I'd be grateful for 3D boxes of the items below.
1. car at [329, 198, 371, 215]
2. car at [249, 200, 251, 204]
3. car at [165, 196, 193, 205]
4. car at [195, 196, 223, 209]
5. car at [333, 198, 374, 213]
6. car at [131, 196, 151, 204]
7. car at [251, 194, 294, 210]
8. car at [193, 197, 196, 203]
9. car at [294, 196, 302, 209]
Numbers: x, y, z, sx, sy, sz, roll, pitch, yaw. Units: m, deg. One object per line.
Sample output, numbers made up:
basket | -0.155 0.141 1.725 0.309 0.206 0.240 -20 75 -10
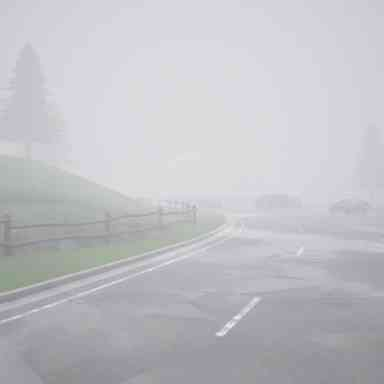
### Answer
car | 15.939 1.526 34.164 1.812 1.442 4.674 0 0 -5
car | 12.109 1.547 56.599 2.033 1.411 5.357 0 0 -33
car | -2.688 1.478 58.464 1.882 1.535 5.008 0 0 -42
car | 2.532 1.526 44.225 1.812 1.442 4.674 0 0 -23
car | 18.758 1.505 38.948 1.837 1.490 4.892 0 0 -9
car | -9.338 1.492 60.627 2.128 1.511 4.902 0 0 -43
car | 10.410 1.221 43.499 2.150 2.045 5.566 0 0 -21
car | 1.365 1.492 59.035 2.128 1.511 4.902 0 0 -41
car | 13.122 1.352 46.134 2.097 1.767 4.553 0 0 -20
